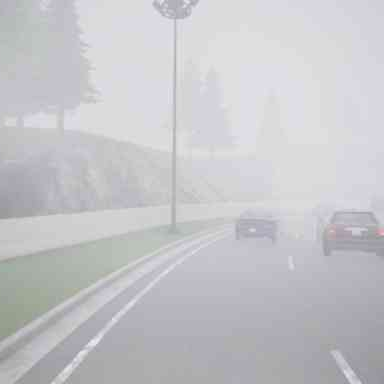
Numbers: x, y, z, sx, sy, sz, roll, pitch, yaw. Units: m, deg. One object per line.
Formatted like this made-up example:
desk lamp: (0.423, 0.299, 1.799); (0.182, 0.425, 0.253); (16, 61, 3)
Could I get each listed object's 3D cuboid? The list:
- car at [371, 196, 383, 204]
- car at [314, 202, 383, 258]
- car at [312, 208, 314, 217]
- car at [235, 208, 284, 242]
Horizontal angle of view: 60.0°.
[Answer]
car: (20.464, 1.442, 34.499); (5.566, 2.045, 2.150); (1, 0, -41)
car: (6.255, 1.424, 13.388); (2.097, 1.767, 4.553); (1, 0, 17)
car: (13.411, 1.723, 32.719); (1.994, 1.385, 4.181); (0, 0, 42)
car: (3.529, 1.532, 16.940); (1.882, 1.535, 5.008); (0, 0, 21)
